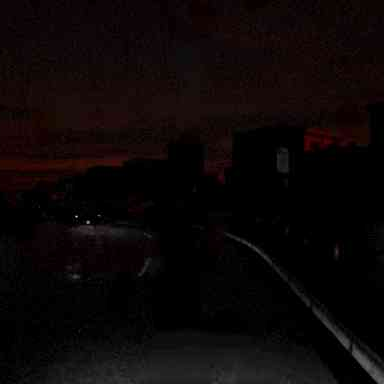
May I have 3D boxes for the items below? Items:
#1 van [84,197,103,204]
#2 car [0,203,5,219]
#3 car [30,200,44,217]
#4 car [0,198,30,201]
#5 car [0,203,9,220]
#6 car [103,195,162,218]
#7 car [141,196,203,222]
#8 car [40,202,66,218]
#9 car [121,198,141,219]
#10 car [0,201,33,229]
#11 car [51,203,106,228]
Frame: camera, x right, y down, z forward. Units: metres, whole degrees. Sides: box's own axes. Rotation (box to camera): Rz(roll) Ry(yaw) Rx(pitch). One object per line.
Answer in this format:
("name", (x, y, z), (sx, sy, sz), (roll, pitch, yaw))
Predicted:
("van", (-8.791, 1.488, 35.866), (4.442, 1.987, 1.878), (0, -1, -37))
("car", (-20.895, 1.845, 31.380), (5.366, 1.575, 1.946), (0, -1, -37))
("car", (-17.938, 1.622, 36.197), (1.837, 1.490, 4.892), (0, -1, -37))
("car", (-15.635, 1.402, 24.865), (5.566, 2.045, 2.435), (0, -1, -38))
("car", (-19.277, 1.777, 29.268), (5.366, 1.575, 1.946), (0, -1, -37))
("car", (-4.950, 1.333, 31.010), (5.566, 2.045, 2.435), (0, -1, -38))
("car", (-1.308, 1.369, 26.299), (4.553, 1.767, 2.185), (0, -1, -38))
("car", (-15.336, 1.870, 38.022), (1.882, 1.535, 5.008), (1, -2, -43))
("car", (-3.143, 1.540, 28.714), (5.008, 1.535, 2.097), (0, -1, -38))
("car", (-13.941, 1.609, 22.640), (4.892, 1.521, 2.231), (0, -1, -38))
("car", (-7.949, 1.661, 23.005), (1.895, 1.301, 4.718), (0, -1, -37))
